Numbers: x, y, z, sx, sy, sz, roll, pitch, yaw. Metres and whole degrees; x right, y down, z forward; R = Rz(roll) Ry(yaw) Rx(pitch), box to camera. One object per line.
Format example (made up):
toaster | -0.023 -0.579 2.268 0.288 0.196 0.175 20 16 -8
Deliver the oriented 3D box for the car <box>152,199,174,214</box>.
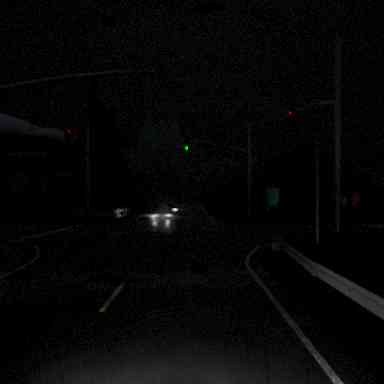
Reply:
car | -3.587 1.894 40.347 1.812 1.442 4.674 0 -1 0

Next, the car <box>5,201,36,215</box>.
car | -20.232 1.844 39.668 2.242 1.667 4.611 0 -1 -1

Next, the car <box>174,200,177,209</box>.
car | -3.549 1.995 56.661 1.882 1.535 5.008 0 -1 0

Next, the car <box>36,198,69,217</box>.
car | -14.525 1.637 35.391 1.905 1.878 3.866 0 -1 -1
